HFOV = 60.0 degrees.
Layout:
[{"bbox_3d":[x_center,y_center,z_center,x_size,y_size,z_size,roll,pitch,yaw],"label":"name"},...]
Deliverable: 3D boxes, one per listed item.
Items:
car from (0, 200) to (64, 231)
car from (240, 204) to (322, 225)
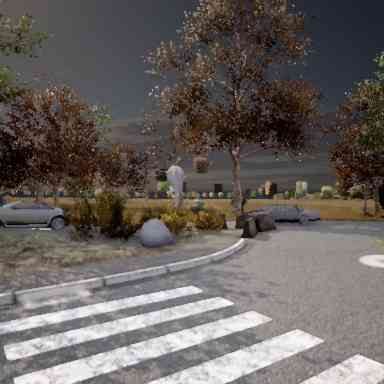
[{"bbox_3d":[-7.953,1.074,15.599,4.181,1.385,1.994,3,-2,-35],"label":"car"},{"bbox_3d":[5.968,1.510,22.661,5.357,1.411,2.033,0,0,-8],"label":"car"}]
